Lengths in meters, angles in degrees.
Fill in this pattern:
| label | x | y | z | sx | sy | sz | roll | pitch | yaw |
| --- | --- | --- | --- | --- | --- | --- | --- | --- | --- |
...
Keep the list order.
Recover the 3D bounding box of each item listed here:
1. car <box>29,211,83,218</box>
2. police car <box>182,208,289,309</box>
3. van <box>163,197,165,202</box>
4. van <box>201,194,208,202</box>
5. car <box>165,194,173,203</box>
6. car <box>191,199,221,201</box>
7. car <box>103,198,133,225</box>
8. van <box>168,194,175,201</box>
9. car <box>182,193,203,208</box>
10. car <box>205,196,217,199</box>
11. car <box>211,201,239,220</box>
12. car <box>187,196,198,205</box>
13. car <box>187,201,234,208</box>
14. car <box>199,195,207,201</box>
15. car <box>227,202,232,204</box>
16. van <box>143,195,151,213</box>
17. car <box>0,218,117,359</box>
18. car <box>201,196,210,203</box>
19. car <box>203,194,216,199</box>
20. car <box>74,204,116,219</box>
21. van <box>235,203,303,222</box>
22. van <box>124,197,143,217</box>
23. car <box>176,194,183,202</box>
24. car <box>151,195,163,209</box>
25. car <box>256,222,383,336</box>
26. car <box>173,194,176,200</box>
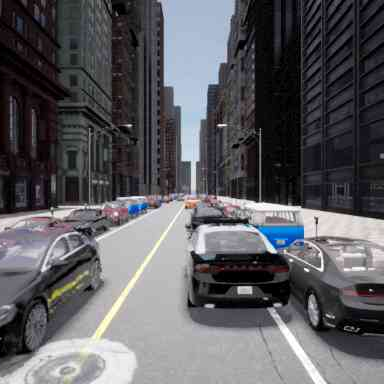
| label | x | y | z | sx | sy | sz | roll | pitch | yaw |
| --- | --- | --- | --- | --- | --- | --- | --- | --- | --- |
| car | -5.733 | 1.586 | 12.283 | 1.802 | 1.307 | 4.206 | 0 | 0 | 0 |
| police car | 0.795 | 1.428 | 8.116 | 1.930 | 1.638 | 5.238 | 0 | 0 | -2 |
| van | -5.635 | 1.381 | 51.738 | 1.690 | 1.788 | 3.998 | 0 | 0 | 0 |
| van | 2.960 | 1.426 | 79.913 | 1.690 | 1.788 | 3.998 | 0 | 0 | 0 |
| car | -5.592 | 1.610 | 68.648 | 1.887 | 1.381 | 4.507 | 0 | 0 | 0 |
| car | 0.960 | 1.517 | 24.032 | 1.837 | 1.490 | 4.892 | 0 | 0 | 0 |
| car | -5.706 | 1.451 | 23.557 | 1.967 | 1.590 | 4.097 | 0 | 0 | 0 |
| van | -5.536 | 1.447 | 91.196 | 1.690 | 1.788 | 3.998 | 0 | 0 | 0 |
| car | 0.135 | 1.385 | 46.038 | 2.097 | 1.767 | 4.553 | 0 | 0 | 1 |
| car | 2.862 | 1.571 | 40.459 | 1.887 | 1.381 | 4.507 | 0 | 0 | 0 |
| car | 2.834 | 1.566 | 29.187 | 2.008 | 1.369 | 4.403 | 0 | 0 | 0 |
| car | 0.148 | 1.555 | 59.106 | 1.837 | 1.490 | 4.892 | 0 | 0 | 0 |
| car | 0.831 | 1.485 | 18.010 | 1.882 | 1.535 | 5.008 | 0 | 0 | -2 |
| car | 2.989 | 1.546 | 91.186 | 1.967 | 1.590 | 4.097 | 0 | 0 | 0 |
| car | 2.820 | 1.593 | 23.551 | 1.802 | 1.307 | 4.206 | 0 | 0 | 0 |
| van | -5.678 | 1.362 | 34.829 | 1.690 | 1.788 | 3.998 | 0 | 0 | 0 |
| car | -3.085 | 1.493 | 6.163 | 2.128 | 1.511 | 4.902 | 0 | 0 | 0 |
| car | 2.947 | 1.601 | 74.447 | 1.752 | 1.417 | 4.829 | 0 | 0 | 0 |
| car | 2.890 | 1.355 | 51.732 | 2.192 | 1.841 | 5.009 | 0 | 0 | 0 |
| car | -5.719 | 1.573 | 17.920 | 1.947 | 1.339 | 4.313 | 0 | 0 | 0 |
| van | 2.791 | 1.345 | 12.278 | 1.690 | 1.788 | 3.998 | 0 | 0 | 0 |
| van | -5.692 | 1.357 | 29.193 | 1.690 | 1.788 | 3.998 | 0 | 0 | 0 |
| car | -2.794 | 1.689 | 81.808 | 1.895 | 1.301 | 4.718 | 0 | 0 | 0 |
| car | -5.649 | 1.348 | 46.102 | 2.192 | 1.841 | 5.009 | 0 | 0 | 0 |
| car | 2.777 | 1.552 | 6.642 | 2.008 | 1.369 | 4.403 | 0 | 0 | 0 |
| car | -5.564 | 1.651 | 79.922 | 1.947 | 1.339 | 4.313 | 0 | 0 | 0 |
